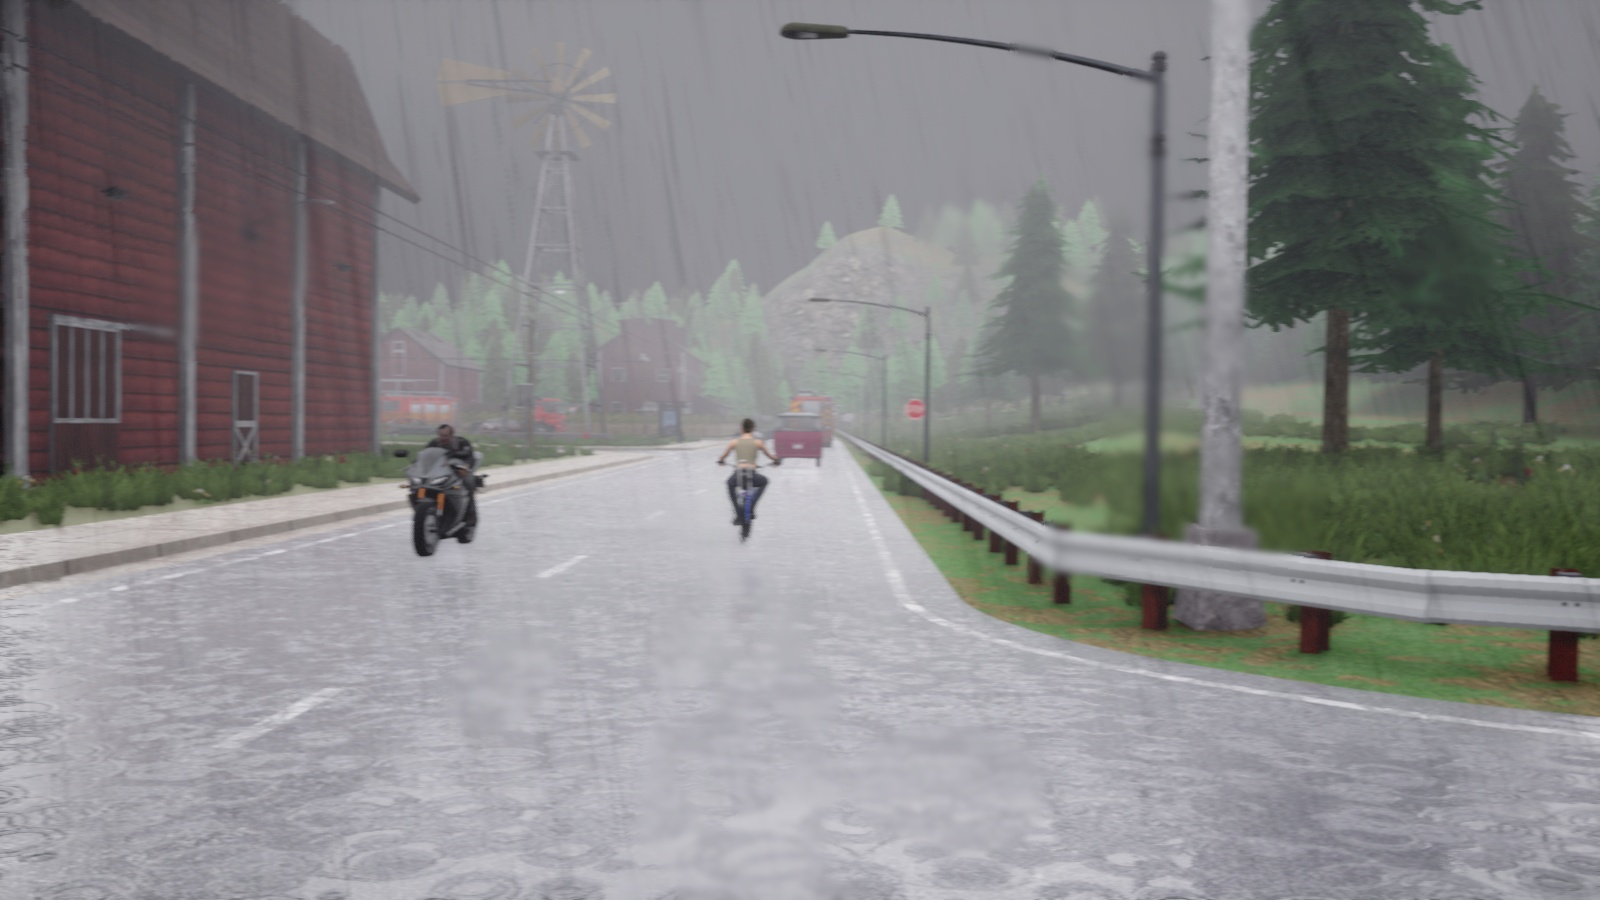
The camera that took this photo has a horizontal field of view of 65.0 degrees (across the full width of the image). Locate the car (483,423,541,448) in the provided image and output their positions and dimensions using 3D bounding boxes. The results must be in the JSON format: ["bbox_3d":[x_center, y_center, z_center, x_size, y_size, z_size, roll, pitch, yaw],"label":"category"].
[{"bbox_3d":[-21.569,-1.117,94.240,2.097,1.767,4.553,0,1,19],"label":"car"}]

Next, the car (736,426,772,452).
[{"bbox_3d":[-2.621,-0.666,72.960,1.816,1.474,4.193,0,1,1],"label":"car"}]

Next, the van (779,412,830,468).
[{"bbox_3d":[0.207,-0.408,46.765,1.775,1.987,4.442,0,1,1],"label":"van"}]

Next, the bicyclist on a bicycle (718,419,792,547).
[{"bbox_3d":[-0.575,0.405,16.648,0.866,1.612,1.509,0,1,2],"label":"bicyclist on a bicycle"}]

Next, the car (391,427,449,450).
[{"bbox_3d":[-26.518,-0.821,87.561,3.705,1.549,1.789,-1,1,-22],"label":"car"}]

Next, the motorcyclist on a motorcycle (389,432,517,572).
[{"bbox_3d":[-4.105,0.563,15.057,0.866,1.530,2.191,0,1,1],"label":"motorcyclist on a motorcycle"}]

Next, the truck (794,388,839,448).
[{"bbox_3d":[1.184,-2.126,85.139,2.891,3.827,8.468,0,1,1],"label":"truck"}]
